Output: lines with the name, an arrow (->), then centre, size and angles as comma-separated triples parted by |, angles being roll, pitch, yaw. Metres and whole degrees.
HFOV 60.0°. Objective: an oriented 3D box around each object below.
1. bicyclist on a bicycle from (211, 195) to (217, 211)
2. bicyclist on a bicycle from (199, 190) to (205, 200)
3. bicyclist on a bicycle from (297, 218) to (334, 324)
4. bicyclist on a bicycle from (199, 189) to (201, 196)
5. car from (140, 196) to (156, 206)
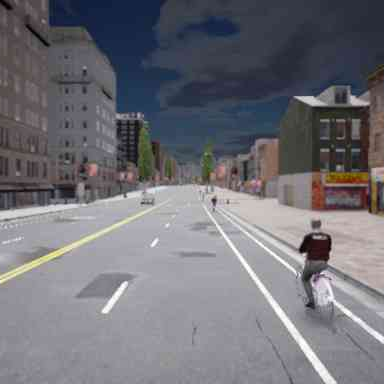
bicyclist on a bicycle -> 2.274, 1.189, 34.190 | 0.659, 1.776, 1.843 | 0, 1, 0
bicyclist on a bicycle -> 2.317, 0.874, 68.256 | 0.866, 1.612, 1.509 | 0, 1, 0
bicyclist on a bicycle -> 2.254, 1.354, 6.248 | 0.659, 1.776, 1.843 | 0, 0, 0
bicyclist on a bicycle -> 2.319, 0.107, 95.526 | 0.659, 1.776, 1.843 | 0, 2, 0
car -> -6.465, 1.231, 49.258 | 2.033, 1.411, 5.357 | 0, 1, 0
